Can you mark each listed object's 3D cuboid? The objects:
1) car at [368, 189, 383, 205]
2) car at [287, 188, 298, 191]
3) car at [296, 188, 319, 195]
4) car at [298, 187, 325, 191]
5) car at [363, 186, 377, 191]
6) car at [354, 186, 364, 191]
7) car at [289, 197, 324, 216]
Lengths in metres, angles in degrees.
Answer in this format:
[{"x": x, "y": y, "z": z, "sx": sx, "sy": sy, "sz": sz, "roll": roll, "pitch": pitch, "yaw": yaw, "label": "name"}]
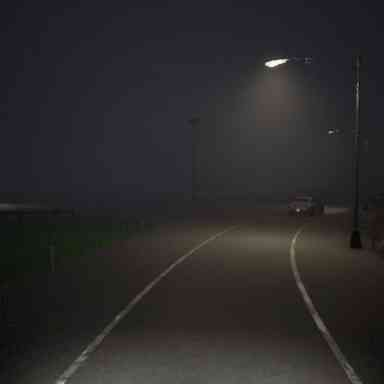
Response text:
[{"x": 23.931, "y": 0.771, "z": 40.163, "sx": 4.902, "sy": 1.511, "sz": 2.128, "roll": -1, "pitch": 2, "yaw": -31, "label": "car"}, {"x": 22.082, "y": -0.129, "z": 66.653, "sx": 4.553, "sy": 1.767, "sz": 2.097, "roll": 0, "pitch": 2, "yaw": -21, "label": "car"}, {"x": 26.280, "y": -0.215, "z": 75.742, "sx": 4.892, "sy": 1.490, "sz": 1.837, "roll": 0, "pitch": 2, "yaw": -21, "label": "car"}, {"x": 23.347, "y": -0.027, "z": 63.391, "sx": 4.553, "sy": 1.767, "sz": 2.097, "roll": 0, "pitch": 2, "yaw": -21, "label": "car"}, {"x": 43.861, "y": -0.159, "z": 78.691, "sx": 4.902, "sy": 1.511, "sz": 2.128, "roll": 0, "pitch": 2, "yaw": -21, "label": "car"}, {"x": 42.590, "y": -0.560, "z": 81.941, "sx": 5.566, "sy": 2.045, "sz": 2.150, "roll": 0, "pitch": 2, "yaw": -21, "label": "car"}, {"x": 9.278, "y": 1.089, "z": 26.853, "sx": 1.812, "sy": 1.442, "sz": 4.674, "roll": 1, "pitch": 2, "yaw": 35, "label": "car"}]
